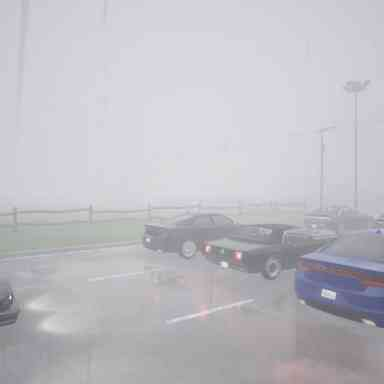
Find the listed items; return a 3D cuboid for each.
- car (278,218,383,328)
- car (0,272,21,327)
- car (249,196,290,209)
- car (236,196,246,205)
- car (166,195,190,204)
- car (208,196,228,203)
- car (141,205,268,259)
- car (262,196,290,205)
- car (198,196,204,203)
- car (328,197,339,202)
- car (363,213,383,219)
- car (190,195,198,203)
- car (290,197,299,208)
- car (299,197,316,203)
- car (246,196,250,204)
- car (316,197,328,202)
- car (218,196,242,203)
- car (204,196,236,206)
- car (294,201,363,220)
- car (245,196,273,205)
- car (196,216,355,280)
[{"bbox_3d":[4.190,1.478,6.743,5.008,1.535,1.882,0,0,-36],"label":"car"},{"bbox_3d":[-5.285,1.547,4.272,5.357,1.411,2.033,0,0,-35],"label":"car"},{"bbox_3d":[10.326,1.526,44.500,1.812,1.442,4.674,0,0,-36],"label":"car"},{"bbox_3d":[6.247,1.505,56.007,1.837,1.490,4.892,0,0,-36],"label":"car"},{"bbox_3d":[-3.085,1.351,62.871,2.097,1.767,4.553,0,0,-36],"label":"car"},{"bbox_3d":[5.371,1.556,69.206,1.994,1.385,4.181,0,0,-36],"label":"car"},{"bbox_3d":[0.529,1.478,12.731,5.008,1.535,1.882,0,0,-36],"label":"car"},{"bbox_3d":[15.438,1.490,61.257,2.128,1.511,4.902,0,0,-36],"label":"car"},{"bbox_3d":[1.427,1.478,68.652,1.882,1.535,5.008,0,0,-36],"label":"car"},{"bbox_3d":[21.330,1.505,53.173,1.837,1.490,4.892,0,0,-36],"label":"car"},{"bbox_3d":[10.167,1.505,15.339,4.892,1.490,1.837,0,0,-36],"label":"car"},{"bbox_3d":[-1.464,1.601,66.656,1.895,1.301,4.718,0,0,-36],"label":"car"},{"bbox_3d":[12.350,1.601,47.657,1.895,1.301,4.718,0,0,-36],"label":"car"},{"bbox_3d":[15.295,1.491,49.560,2.128,1.511,4.902,0,0,-36],"label":"car"},{"bbox_3d":[9.332,1.504,57.721,1.837,1.490,4.892,0,0,-36],"label":"car"},{"bbox_3d":[18.064,1.526,51.722,1.812,1.442,4.674,0,0,-36],"label":"car"},{"bbox_3d":[8.034,1.539,71.494,2.033,1.411,5.357,0,0,-36],"label":"car"},{"bbox_3d":[4.427,1.564,52.560,1.994,1.385,4.181,0,0,-36],"label":"car"},{"bbox_3d":[8.122,1.492,18.180,4.902,1.511,2.128,0,0,-36],"label":"car"},{"bbox_3d":[12.055,1.491,59.942,2.128,1.511,4.902,0,0,-36],"label":"car"},{"bbox_3d":[2.664,1.601,9.956,4.718,1.301,1.895,0,0,-35],"label":"car"}]
